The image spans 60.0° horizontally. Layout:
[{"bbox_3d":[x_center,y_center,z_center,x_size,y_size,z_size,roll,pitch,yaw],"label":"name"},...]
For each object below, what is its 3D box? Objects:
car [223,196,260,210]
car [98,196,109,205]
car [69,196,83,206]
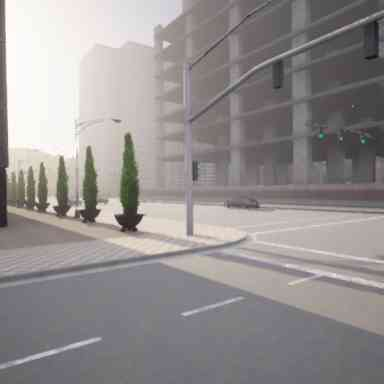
[{"bbox_3d":[5.336,1.149,36.145,1.994,1.385,4.181,-1,1,-36],"label":"car"},{"bbox_3d":[-14.663,1.323,51.998,1.895,1.301,4.718,-1,1,-35],"label":"car"},{"bbox_3d":[-18.334,1.334,51.135,2.033,1.411,5.357,-1,1,-35],"label":"car"}]
